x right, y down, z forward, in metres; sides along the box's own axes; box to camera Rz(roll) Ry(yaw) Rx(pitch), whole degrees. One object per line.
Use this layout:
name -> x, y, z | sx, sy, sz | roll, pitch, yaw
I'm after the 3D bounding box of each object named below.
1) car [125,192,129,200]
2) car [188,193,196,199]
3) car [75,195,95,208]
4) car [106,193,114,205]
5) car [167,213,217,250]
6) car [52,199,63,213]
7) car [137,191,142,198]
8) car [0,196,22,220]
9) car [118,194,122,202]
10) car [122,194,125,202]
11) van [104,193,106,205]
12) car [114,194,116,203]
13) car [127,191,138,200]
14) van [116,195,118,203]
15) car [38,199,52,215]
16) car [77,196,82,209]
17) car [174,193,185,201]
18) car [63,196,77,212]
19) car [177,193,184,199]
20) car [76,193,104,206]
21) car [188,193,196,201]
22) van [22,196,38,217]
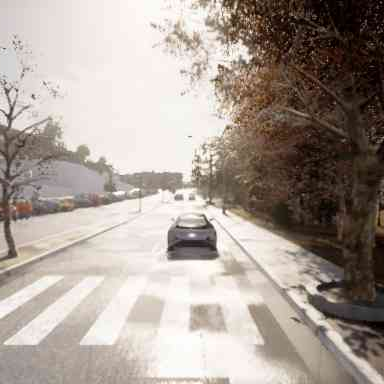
car -> -16.832, 1.359, 72.020 | 4.792, 1.488, 2.163 | -1, 0, -20
car -> -0.009, 1.020, 87.257 | 1.837, 1.490, 4.892 | 0, 1, 0
car -> -16.866, 1.587, 48.119 | 4.674, 1.452, 2.002 | -1, 1, -20
car -> -16.844, 1.218, 57.084 | 5.566, 2.045, 2.435 | -1, 0, -20
car -> -0.001, 1.601, 14.469 | 1.994, 1.385, 4.181 | 0, 0, 0
car -> -16.902, 1.632, 36.165 | 4.792, 1.488, 2.163 | -1, 0, -20
car -> -17.020, 1.158, 89.949 | 5.366, 1.575, 1.946 | -1, 1, -20
car -> -16.853, 1.463, 27.234 | 4.553, 1.767, 2.185 | -1, 0, -20
car -> -16.833, 1.260, 66.028 | 4.553, 1.767, 2.185 | -1, 1, -20
car -> -16.855, 1.398, 69.002 | 4.674, 1.452, 2.002 | -1, 1, -20
van -> -16.762, 1.270, 54.131 | 4.442, 1.987, 1.878 | -1, 0, -20
car -> -16.858, 1.443, 60.055 | 4.892, 1.521, 2.231 | -1, 1, -20
car -> -16.826, 1.246, 84.026 | 4.792, 1.488, 2.163 | -1, 0, -20
van -> -16.974, 1.190, 62.992 | 4.442, 1.987, 1.878 | -1, 1, -20
car -> -16.873, 1.640, 33.193 | 4.674, 1.452, 2.002 | -1, 0, -20
car -> -16.846, 1.612, 42.162 | 4.792, 1.488, 2.163 | -1, 0, -20
car -> -3.008, 1.137, 77.221 | 2.097, 1.767, 4.553 | 0, 1, 0
car -> -16.703, 1.588, 39.235 | 5.366, 1.575, 1.946 | -1, 0, -20
car -> -3.009, 1.043, 87.257 | 1.812, 1.442, 4.674 | 0, 1, 0
car -> -16.898, 1.274, 51.088 | 5.566, 2.045, 2.435 | -1, 1, -20
car -> -0.008, 1.327, 76.837 | 2.033, 1.411, 5.357 | 0, 1, 0
van -> -16.774, 1.372, 30.261 | 4.442, 1.987, 1.878 | -1, -1, -20
